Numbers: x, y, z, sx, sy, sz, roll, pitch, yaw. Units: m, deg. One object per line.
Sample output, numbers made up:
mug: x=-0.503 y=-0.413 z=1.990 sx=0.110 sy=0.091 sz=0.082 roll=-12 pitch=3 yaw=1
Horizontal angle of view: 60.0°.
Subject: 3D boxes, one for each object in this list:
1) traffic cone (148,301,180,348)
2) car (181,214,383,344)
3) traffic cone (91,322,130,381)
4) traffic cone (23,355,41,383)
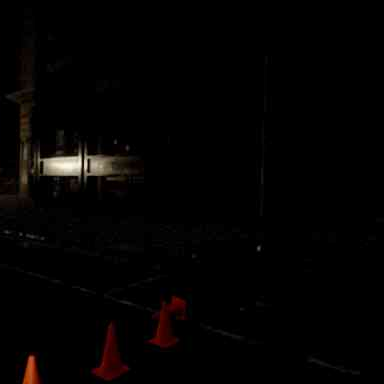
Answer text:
traffic cone: x=-0.404 y=1.892 z=4.877 sx=0.340 sy=0.580 sz=0.340 roll=1 pitch=1 yaw=36
car: x=2.221 y=1.290 z=5.385 sx=5.009 sy=1.841 sz=2.192 roll=1 pitch=1 yaw=36
traffic cone: x=-0.986 y=1.892 z=4.064 sx=0.340 sy=0.580 sz=0.340 roll=1 pitch=1 yaw=36
traffic cone: x=-1.568 y=1.891 z=3.251 sx=0.340 sy=0.580 sz=0.340 roll=1 pitch=1 yaw=36
